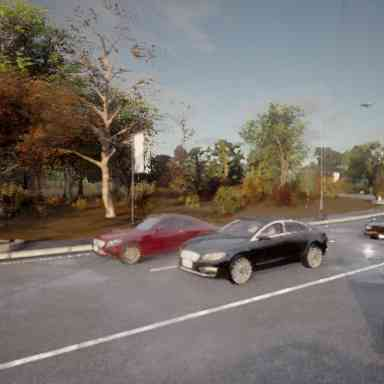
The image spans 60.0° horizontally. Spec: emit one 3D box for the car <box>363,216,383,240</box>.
[{"bbox_3d":[10.159,1.444,15.498,5.357,1.411,2.033,-1,1,-36],"label":"car"}]

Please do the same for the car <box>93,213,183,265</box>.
[{"bbox_3d":[-1.112,1.511,11.788,4.674,1.442,1.812,0,0,-35],"label":"car"}]

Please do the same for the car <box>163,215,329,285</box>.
[{"bbox_3d":[1.899,1.472,9.559,4.902,1.511,2.128,0,0,-35],"label":"car"}]
